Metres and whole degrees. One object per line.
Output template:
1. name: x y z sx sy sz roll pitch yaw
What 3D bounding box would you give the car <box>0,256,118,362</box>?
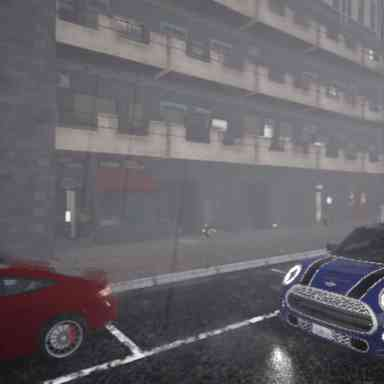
1. car: -3.084 1.581 4.360 4.206 1.307 1.802 0 0 -35

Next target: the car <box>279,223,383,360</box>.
1. car: 3.661 1.380 5.987 4.553 1.767 2.097 0 0 -35
